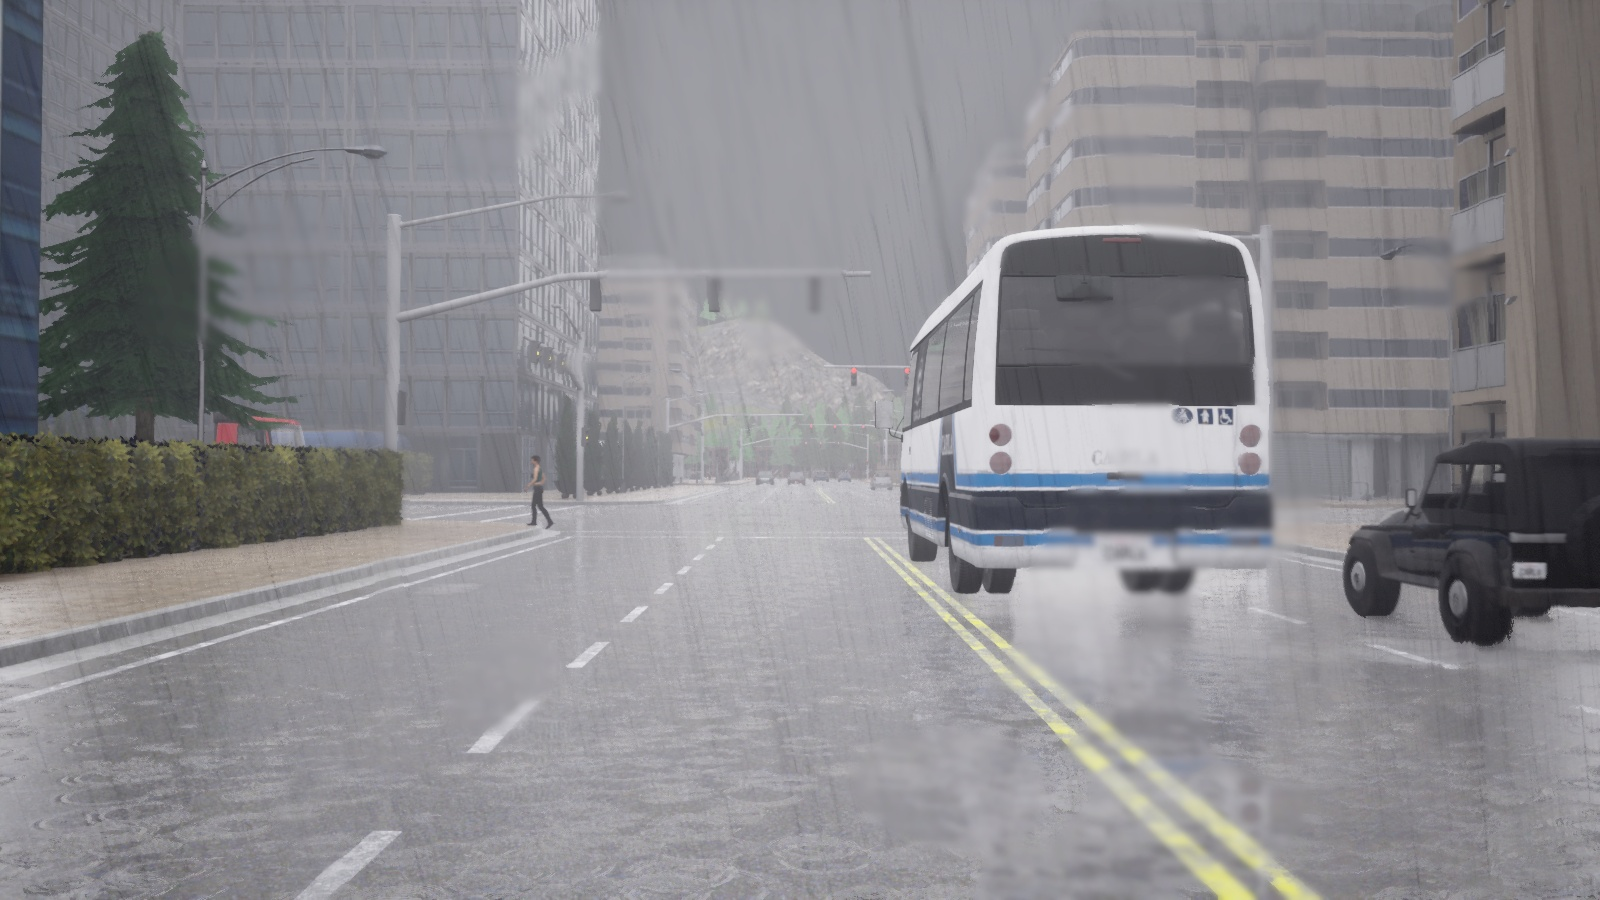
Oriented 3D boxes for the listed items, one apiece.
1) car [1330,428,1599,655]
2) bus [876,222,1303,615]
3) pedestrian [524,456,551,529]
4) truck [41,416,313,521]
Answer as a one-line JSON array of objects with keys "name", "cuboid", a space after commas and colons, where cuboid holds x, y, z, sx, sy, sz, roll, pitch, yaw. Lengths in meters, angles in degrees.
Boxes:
[{"name": "car", "cuboid": [6.909, 0.790, 12.349, 1.905, 1.878, 3.866, 0, -1, 3]}, {"name": "bus", "cuboid": [3.446, -0.262, 18.756, 3.944, 4.253, 10.273, 0, -1, 0]}, {"name": "pedestrian", "cuboid": [-6.605, 1.069, 31.548, 0.594, 1.836, 0.345, 0, -1, 3]}, {"name": "truck", "cuboid": [-21.336, 0.644, 43.366, 7.936, 3.462, 2.891, 0, -1, -1]}]
